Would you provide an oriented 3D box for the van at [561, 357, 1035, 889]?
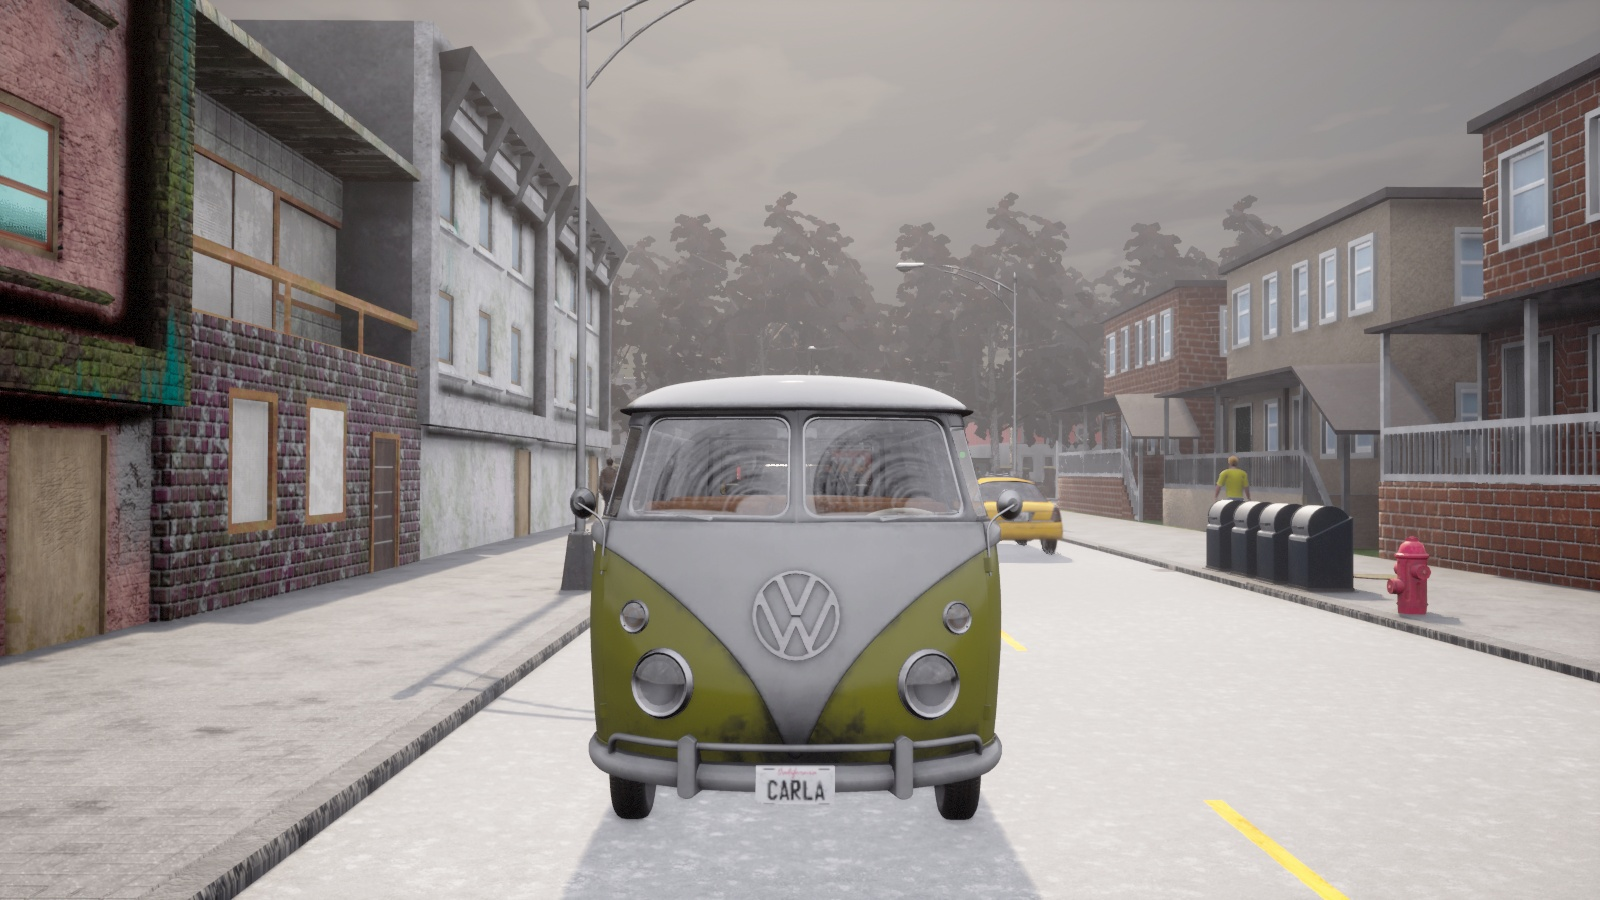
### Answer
[{"bbox_3d":[-0.016,0.684,6.936,1.775,1.987,4.442,0,-1,0],"label":"van"}]

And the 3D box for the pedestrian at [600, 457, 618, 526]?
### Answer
[{"bbox_3d":[-5.082,1.106,33.500,0.328,1.805,0.869,0,-1,1],"label":"pedestrian"}]

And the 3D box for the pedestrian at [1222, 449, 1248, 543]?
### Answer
[{"bbox_3d":[8.596,0.906,24.843,0.354,1.836,0.706,0,-1,9],"label":"pedestrian"}]

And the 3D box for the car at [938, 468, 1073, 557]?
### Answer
[{"bbox_3d":[3.945,1.157,25.030,1.801,1.575,5.366,0,-1,0],"label":"car"}]
